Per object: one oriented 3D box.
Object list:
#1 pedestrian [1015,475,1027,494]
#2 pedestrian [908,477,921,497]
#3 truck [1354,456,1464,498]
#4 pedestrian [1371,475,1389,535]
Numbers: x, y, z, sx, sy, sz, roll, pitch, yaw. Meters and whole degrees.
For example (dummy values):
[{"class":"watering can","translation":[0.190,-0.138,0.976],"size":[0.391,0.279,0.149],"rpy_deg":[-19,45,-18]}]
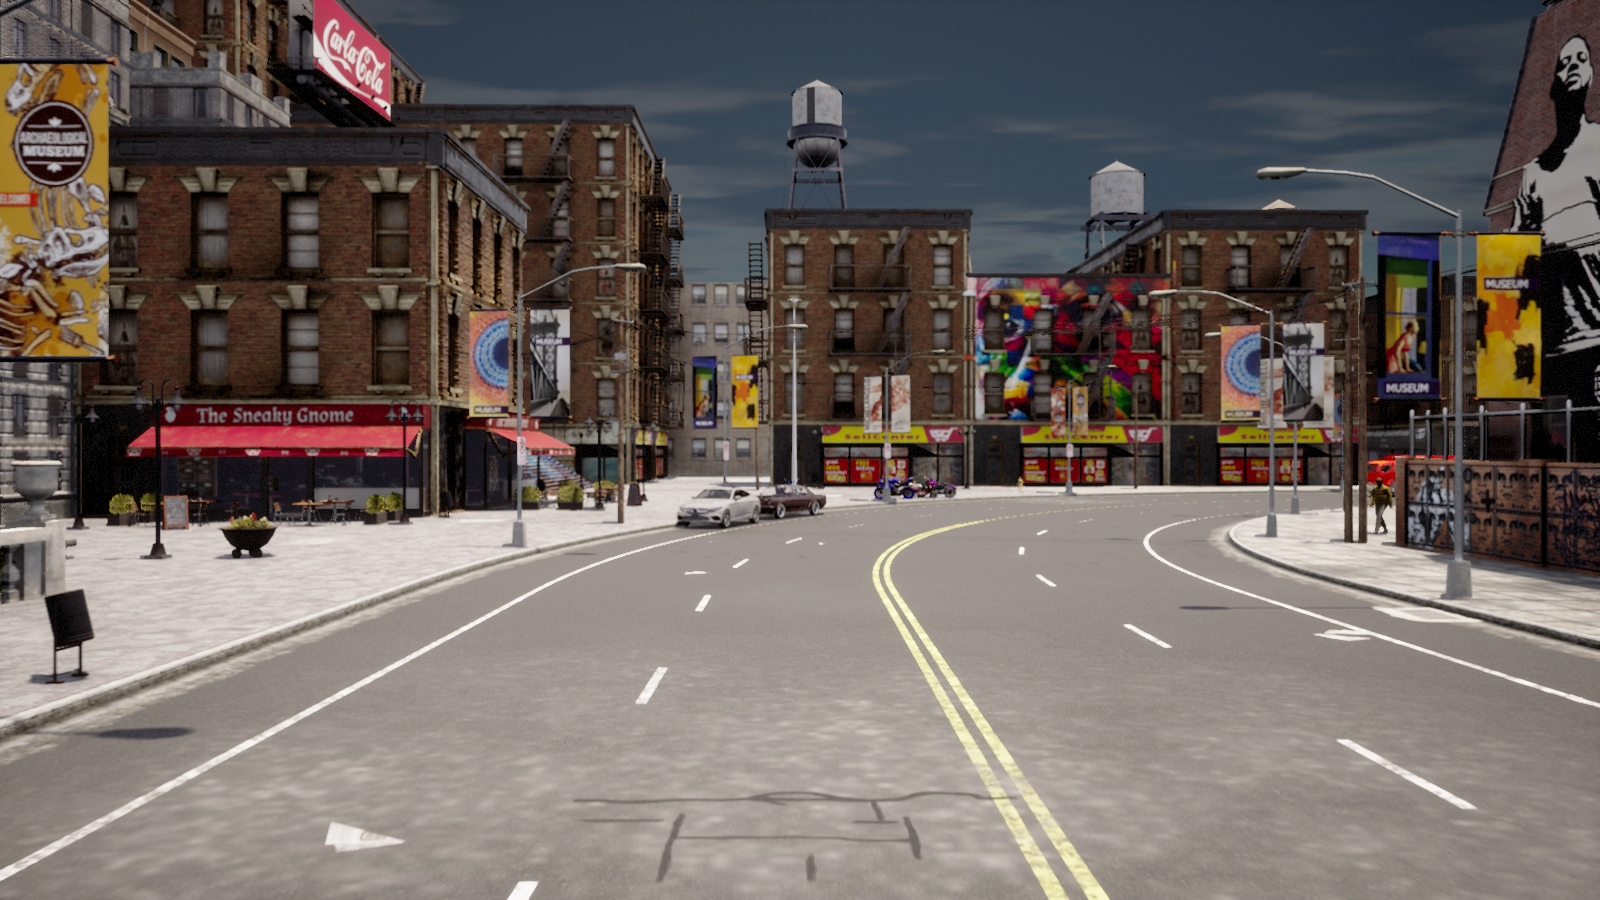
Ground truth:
[{"class":"pedestrian","translation":[13.452,2.084,69.498],"size":[0.500,1.100,0.500],"rpy_deg":[0,0,-34]},{"class":"pedestrian","translation":[6.504,2.083,65.019],"size":[0.500,1.100,0.500],"rpy_deg":[0,0,-35]},{"class":"truck","translation":[36.097,1.575,67.852],"size":[5.204,2.467,2.627],"rpy_deg":[0,0,-7]},{"class":"pedestrian","translation":[18.079,1.700,35.632],"size":[0.375,1.860,0.375],"rpy_deg":[0,0,-36]}]
